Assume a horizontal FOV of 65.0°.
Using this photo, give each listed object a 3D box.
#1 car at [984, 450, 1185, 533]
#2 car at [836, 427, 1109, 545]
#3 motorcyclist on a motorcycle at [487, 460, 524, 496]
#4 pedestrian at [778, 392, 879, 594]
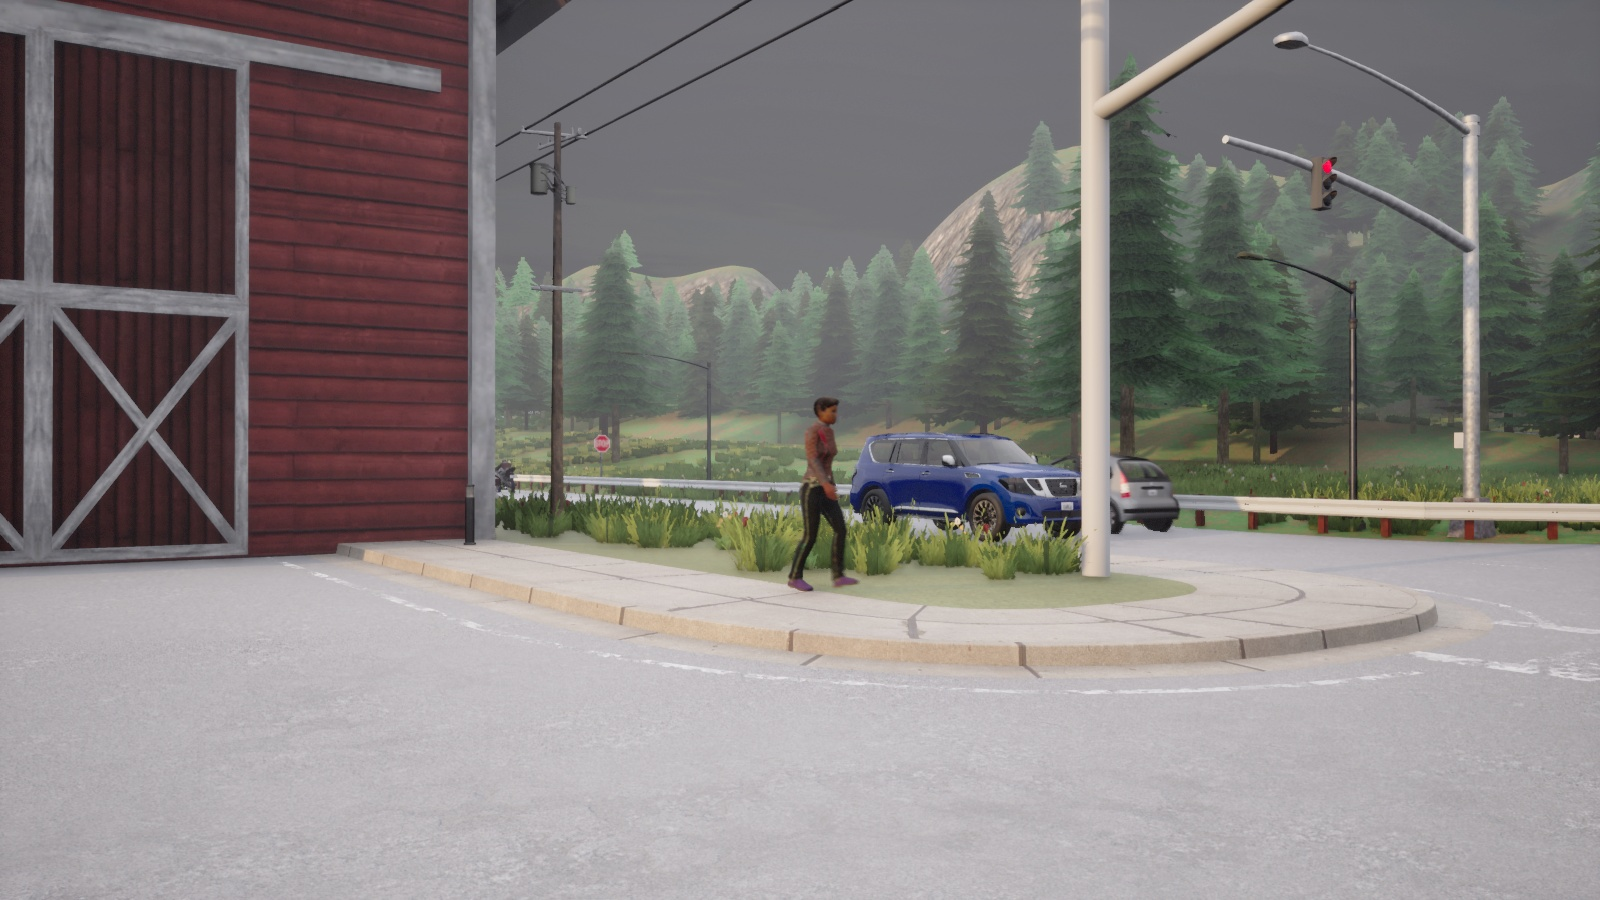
[{"bbox_3d":[5.983,0.828,26.809,1.851,1.617,3.988,0,0,-34],"label":"car"},{"bbox_3d":[3.207,0.646,24.696,2.150,2.045,5.566,0,0,-34],"label":"car"},{"bbox_3d":[-12.961,1.226,55.141,0.866,1.530,2.191,0,0,-34],"label":"motorcyclist on a motorcycle"},{"bbox_3d":[0.260,0.386,11.597,0.869,1.805,0.328,0,0,30],"label":"pedestrian"}]
